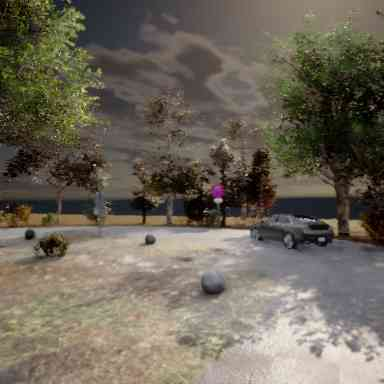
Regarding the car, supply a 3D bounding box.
[{"bbox_3d":[4.638,1.794,16.209,1.837,1.490,4.892,2,-2,-19],"label":"car"}]
